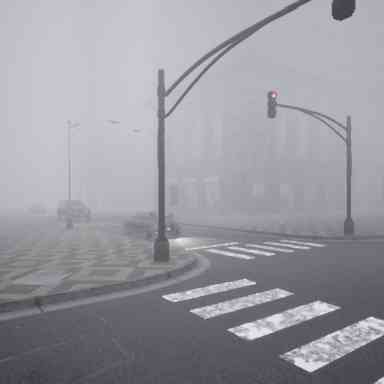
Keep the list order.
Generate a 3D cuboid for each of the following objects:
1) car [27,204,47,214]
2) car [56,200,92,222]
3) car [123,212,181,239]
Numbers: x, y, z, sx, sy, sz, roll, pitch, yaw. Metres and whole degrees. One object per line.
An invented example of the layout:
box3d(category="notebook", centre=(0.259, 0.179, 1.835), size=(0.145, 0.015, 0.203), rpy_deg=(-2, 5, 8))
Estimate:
box3d(category="car", centre=(-22.360, 2.487, 47.802), size=(2.033, 1.411, 5.357), rpy_deg=(0, -1, -35))
box3d(category="car", centre=(-11.621, 1.781, 32.478), size=(2.150, 2.045, 5.566), rpy_deg=(0, -1, -35))
box3d(category="car", centre=(-2.402, 1.846, 19.468), size=(1.994, 1.385, 4.181), rpy_deg=(0, -1, -35))
